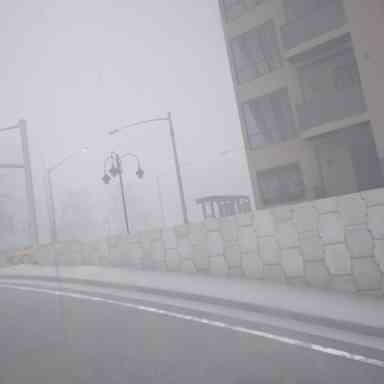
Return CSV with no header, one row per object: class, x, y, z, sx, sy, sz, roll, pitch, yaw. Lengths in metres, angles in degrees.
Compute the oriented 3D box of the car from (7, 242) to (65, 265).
car,-13.688,5.360,29.566,1.882,1.535,5.008,-14,-8,35
